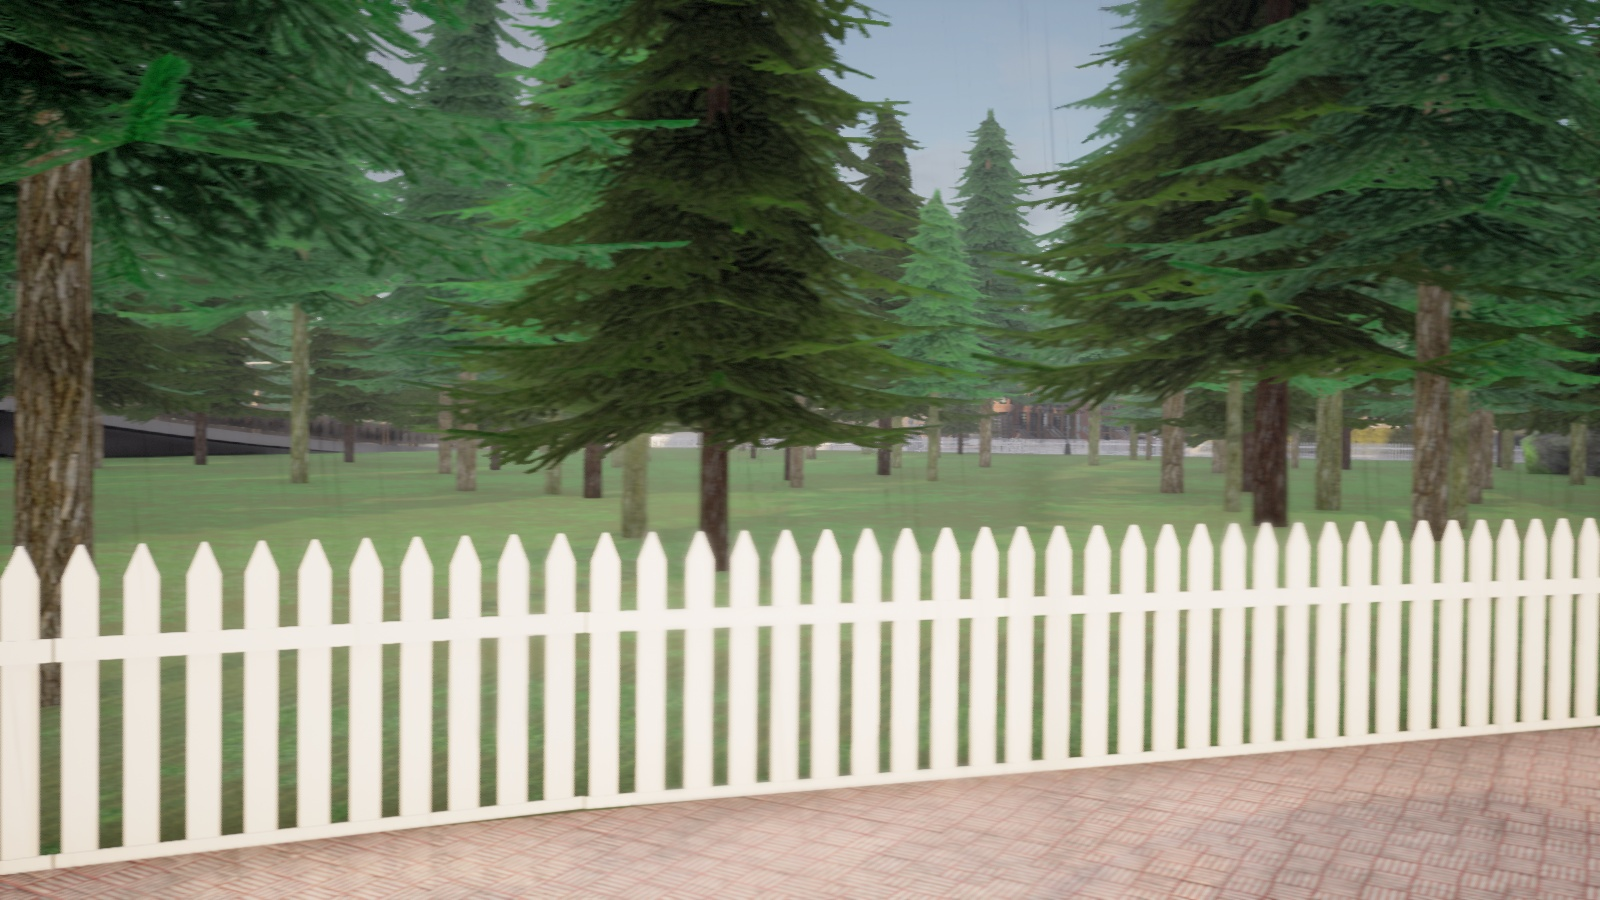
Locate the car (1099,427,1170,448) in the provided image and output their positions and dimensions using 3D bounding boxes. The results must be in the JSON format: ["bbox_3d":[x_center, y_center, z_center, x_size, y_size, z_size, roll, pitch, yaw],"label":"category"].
[{"bbox_3d":[23.630,-0.899,88.762,4.674,1.442,1.812,0,1,23],"label":"car"}]
